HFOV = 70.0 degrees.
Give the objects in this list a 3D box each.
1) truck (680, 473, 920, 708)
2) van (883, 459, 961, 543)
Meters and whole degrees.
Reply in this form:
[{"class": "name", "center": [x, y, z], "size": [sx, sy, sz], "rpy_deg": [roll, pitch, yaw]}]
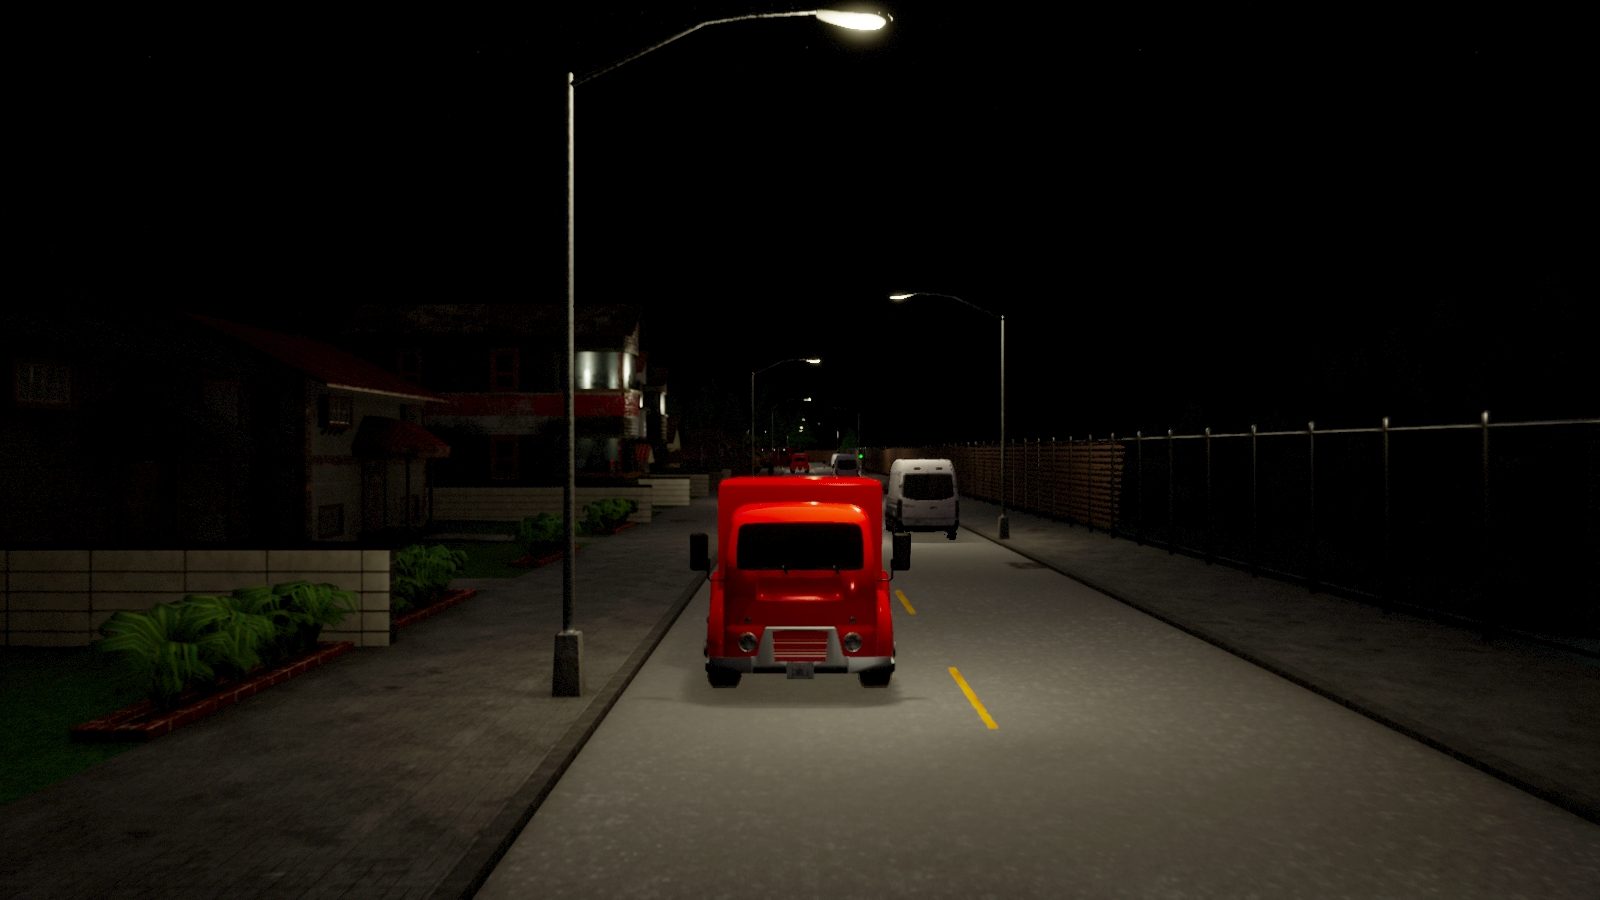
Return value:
[{"class": "truck", "center": [-0.001, 1.594, 15.107], "size": [2.627, 2.467, 5.204], "rpy_deg": [0, 0, 0]}, {"class": "van", "center": [3.993, 1.597, 38.436], "size": [1.988, 2.561, 5.915], "rpy_deg": [0, 0, 0]}]
